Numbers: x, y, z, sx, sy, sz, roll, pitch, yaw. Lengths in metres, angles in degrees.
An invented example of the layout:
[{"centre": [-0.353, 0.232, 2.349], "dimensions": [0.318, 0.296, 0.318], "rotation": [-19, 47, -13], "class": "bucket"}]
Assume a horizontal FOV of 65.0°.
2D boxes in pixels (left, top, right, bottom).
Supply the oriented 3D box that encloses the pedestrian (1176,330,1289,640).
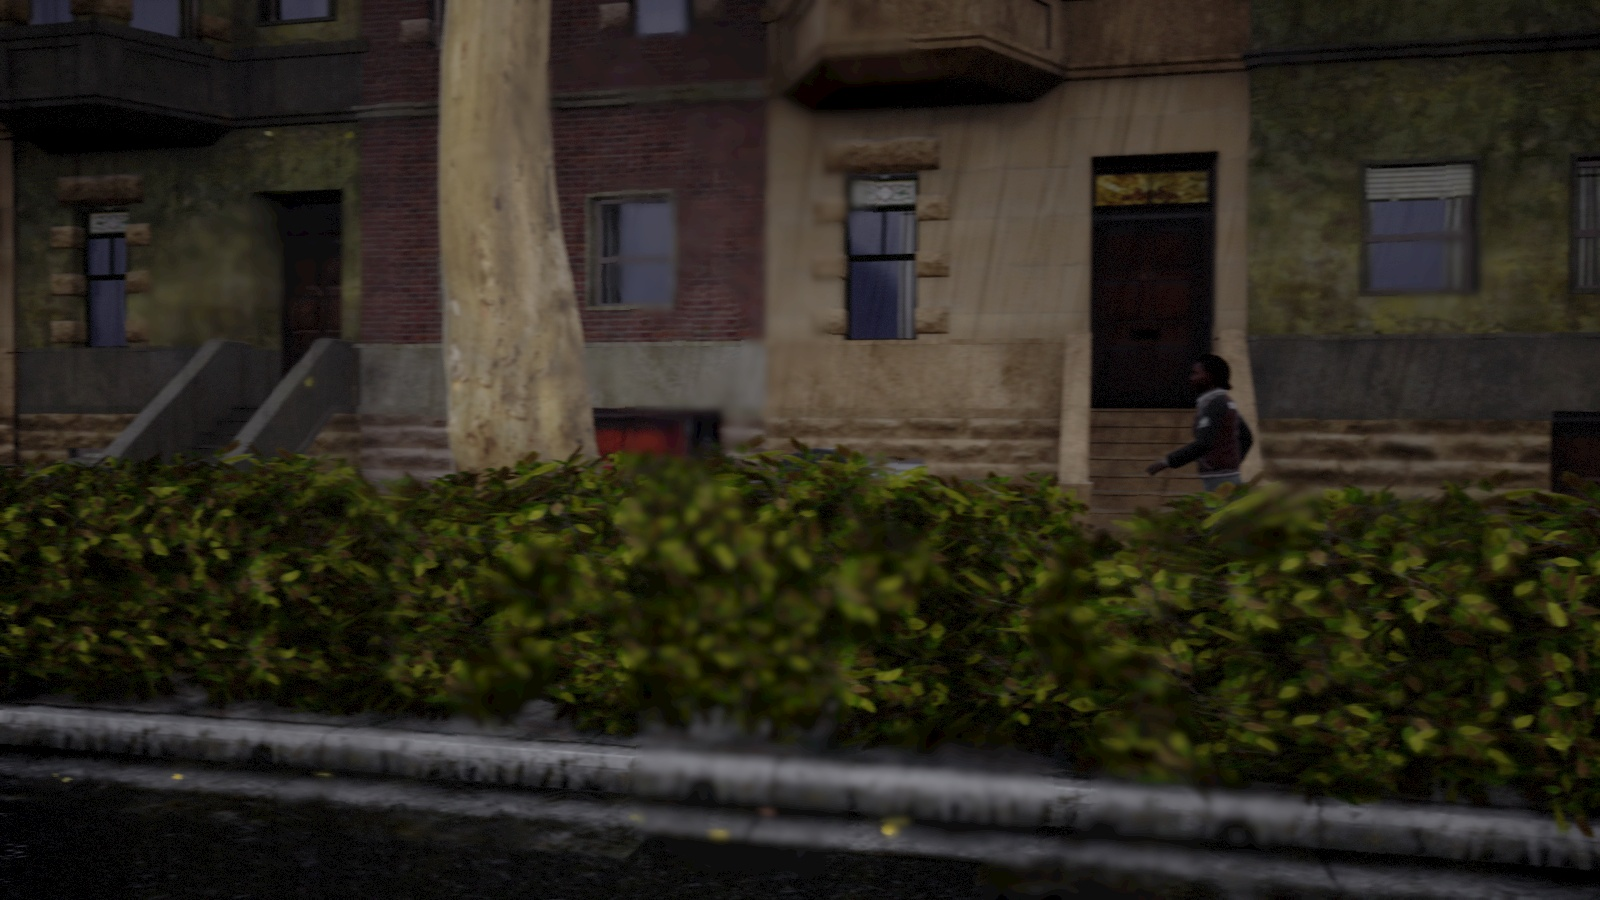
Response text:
[{"centre": [2.798, 0.218, 8.108], "dimensions": [0.666, 1.930, 0.402], "rotation": [0, 1, 21], "class": "pedestrian"}]
